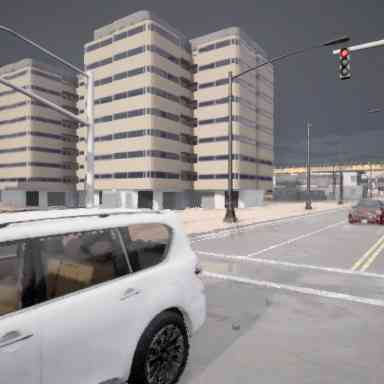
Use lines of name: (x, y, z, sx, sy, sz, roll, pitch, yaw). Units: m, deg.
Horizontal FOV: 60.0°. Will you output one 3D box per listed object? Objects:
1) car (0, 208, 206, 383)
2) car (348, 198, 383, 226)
car: (-2.028, 1.236, 3.001, 2.150, 2.045, 5.566, 0, 0, 35)
car: (12.559, 1.344, 23.620, 2.097, 1.767, 4.553, 0, 0, 35)
